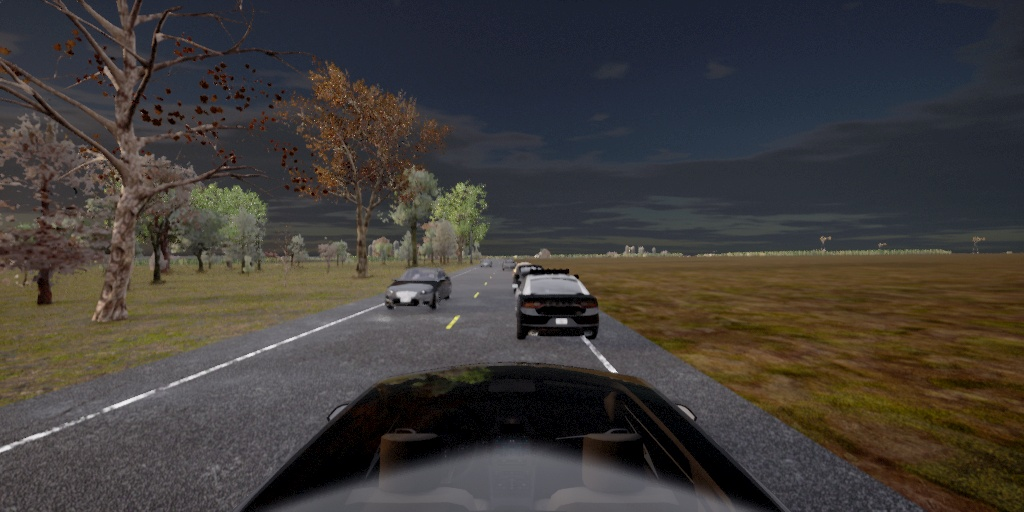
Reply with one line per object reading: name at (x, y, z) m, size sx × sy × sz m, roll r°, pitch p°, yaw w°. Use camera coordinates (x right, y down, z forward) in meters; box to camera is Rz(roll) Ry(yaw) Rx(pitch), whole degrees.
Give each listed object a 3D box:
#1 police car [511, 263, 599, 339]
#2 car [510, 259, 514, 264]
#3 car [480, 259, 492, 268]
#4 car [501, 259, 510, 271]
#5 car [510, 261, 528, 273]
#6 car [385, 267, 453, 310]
police car at (1.036, 1.167, 10.132) m, size 1.930 × 1.638 × 5.238 m, roll 0°, pitch 0°, yaw 0°
car at (0.937, 1.186, 26.228) m, size 1.801 × 1.575 × 5.366 m, roll 0°, pitch 0°, yaw -1°
car at (-4.155, 1.220, 57.983) m, size 2.128 × 1.511 × 4.902 m, roll 0°, pitch 0°, yaw -1°
car at (-0.379, 1.218, 49.097) m, size 2.128 × 1.511 × 4.902 m, roll 0°, pitch 0°, yaw -1°
car at (0.985, 1.239, 20.032) m, size 1.837 × 1.490 × 4.892 m, roll 0°, pitch 0°, yaw 0°
car at (-3.638, 1.229, 14.687) m, size 2.128 × 1.511 × 4.902 m, roll 0°, pitch 0°, yaw 0°
